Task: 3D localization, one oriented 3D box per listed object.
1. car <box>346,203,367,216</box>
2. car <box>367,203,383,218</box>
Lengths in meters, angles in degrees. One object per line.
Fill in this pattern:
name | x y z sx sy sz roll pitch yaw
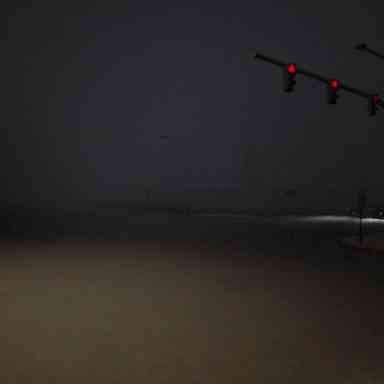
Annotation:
car | 18.474 1.877 35.538 4.718 1.301 1.895 1 0 -35
car | 18.886 1.825 31.553 4.181 1.385 1.994 1 0 -35
